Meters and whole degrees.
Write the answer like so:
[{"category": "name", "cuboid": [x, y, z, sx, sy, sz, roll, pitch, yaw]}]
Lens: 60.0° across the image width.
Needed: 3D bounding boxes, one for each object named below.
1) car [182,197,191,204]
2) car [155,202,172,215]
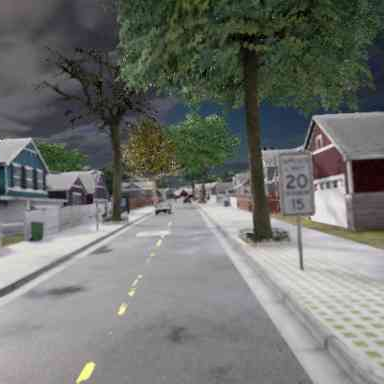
[{"category": "car", "cuboid": [-1.091, 1.920, 74.284, 1.837, 1.490, 4.892, -3, -1, -1]}, {"category": "car", "cuboid": [-3.308, 1.906, 39.471, 2.033, 1.411, 5.357, -3, 0, -1]}]
